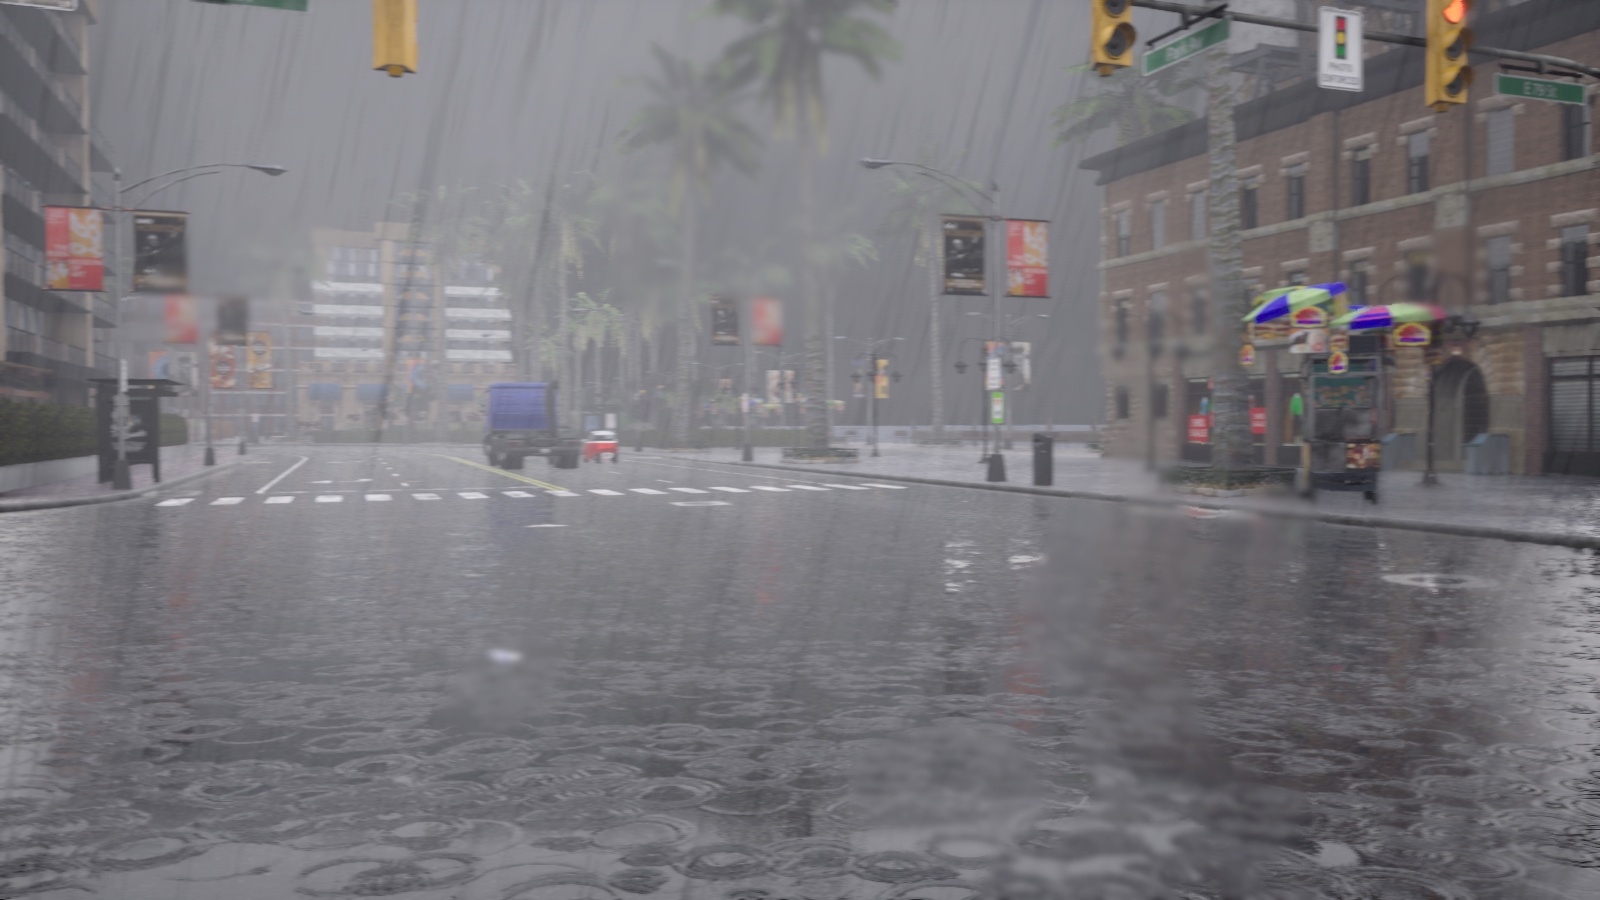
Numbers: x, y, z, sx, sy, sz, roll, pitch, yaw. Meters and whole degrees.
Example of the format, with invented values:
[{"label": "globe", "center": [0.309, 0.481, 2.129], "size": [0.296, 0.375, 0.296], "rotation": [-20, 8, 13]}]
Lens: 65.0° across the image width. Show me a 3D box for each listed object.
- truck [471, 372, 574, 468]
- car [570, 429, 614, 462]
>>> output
[{"label": "truck", "center": [-11.018, -1.155, 49.290], "size": [2.891, 3.462, 7.936], "rotation": [0, 1, -20]}, {"label": "car", "center": [-8.939, -0.203, 53.806], "size": [1.481, 1.376, 2.207], "rotation": [0, 2, -20]}]
